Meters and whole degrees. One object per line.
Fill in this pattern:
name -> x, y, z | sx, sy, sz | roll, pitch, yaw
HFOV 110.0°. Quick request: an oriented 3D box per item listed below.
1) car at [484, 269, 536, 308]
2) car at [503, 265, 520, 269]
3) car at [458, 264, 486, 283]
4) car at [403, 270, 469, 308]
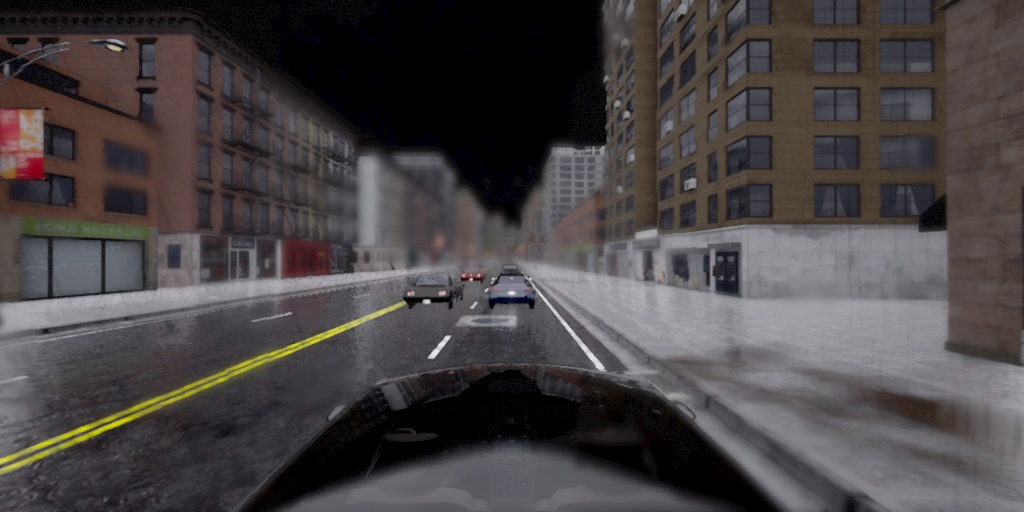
car -> -0.006, 1.450, 16.122 | 1.994, 1.385, 4.181 | 0, 0, 0
car -> -0.015, 1.535, 31.155 | 1.837, 1.490, 4.892 | 0, 0, 0
car -> -3.267, 1.626, 30.958 | 1.895, 1.301, 4.718 | 0, -1, 0
car -> -3.258, 1.485, 15.957 | 1.895, 1.301, 4.718 | 0, -1, 0
